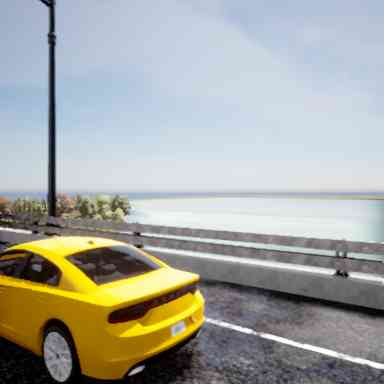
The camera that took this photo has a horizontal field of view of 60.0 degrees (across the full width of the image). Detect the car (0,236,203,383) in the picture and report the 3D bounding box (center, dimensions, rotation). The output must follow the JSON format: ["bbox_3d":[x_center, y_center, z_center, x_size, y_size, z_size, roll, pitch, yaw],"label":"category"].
[{"bbox_3d":[-2.179,1.478,5.432,5.008,1.535,1.882,0,0,36],"label":"car"}]
